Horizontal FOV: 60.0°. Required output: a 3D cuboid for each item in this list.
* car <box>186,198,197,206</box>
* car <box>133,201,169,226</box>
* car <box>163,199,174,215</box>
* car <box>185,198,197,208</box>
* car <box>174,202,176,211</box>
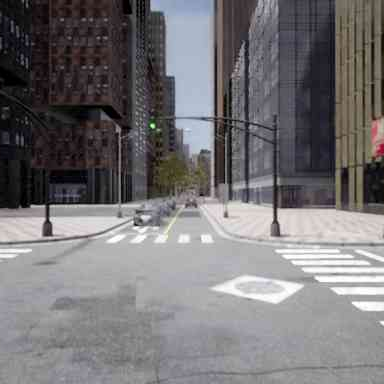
[{"bbox_3d":[-0.149,1.896,64.785,2.128,1.511,4.902,0,0,0],"label":"car"},{"bbox_3d":[-3.142,1.645,24.717,2.128,1.511,4.902,0,0,-1],"label":"car"},{"bbox_3d":[-3.158,1.740,34.549,1.812,1.442,4.674,0,0,0],"label":"car"},{"bbox_3d":[-0.121,1.867,54.780,1.812,1.442,4.674,0,0,0],"label":"car"},{"bbox_3d":[-3.182,1.757,44.904,1.882,1.535,5.008,0,0,0],"label":"car"}]
